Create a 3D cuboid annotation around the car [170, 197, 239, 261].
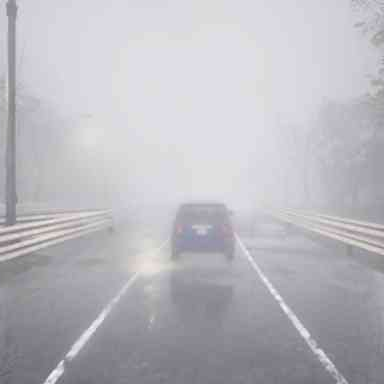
[{"bbox_3d":[0.462,1.329,12.978,2.150,2.045,5.566,0,0,3],"label":"car"}]
